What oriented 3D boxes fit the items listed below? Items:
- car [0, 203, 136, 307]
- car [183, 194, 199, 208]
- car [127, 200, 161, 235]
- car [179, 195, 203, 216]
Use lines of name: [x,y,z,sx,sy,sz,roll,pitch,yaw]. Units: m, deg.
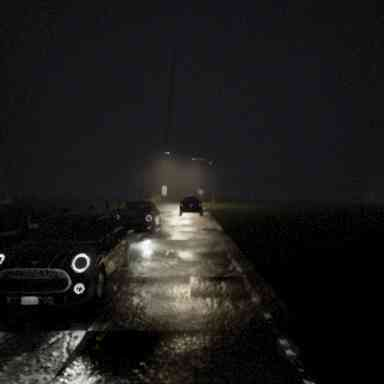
car: [-2.881,1.318,8.125,2.097,1.767,4.553,0,0,0]
car: [-0.129,1.140,45.328,2.097,1.767,4.553,0,0,0]
car: [-2.914,1.273,18.255,2.097,1.767,4.553,0,0,0]
car: [-0.070,1.212,30.597,2.097,1.767,4.553,0,0,0]
